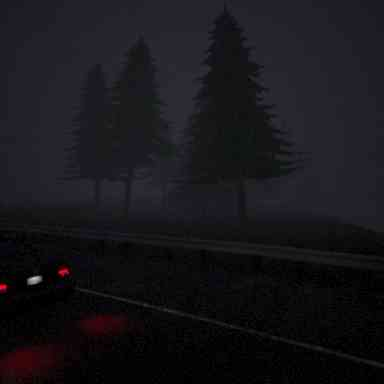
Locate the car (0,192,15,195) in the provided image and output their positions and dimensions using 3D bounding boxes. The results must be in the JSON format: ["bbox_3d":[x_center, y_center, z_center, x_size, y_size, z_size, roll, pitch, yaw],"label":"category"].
[{"bbox_3d":[-39.663,0.852,71.380,1.837,1.490,4.892,0,0,8],"label":"car"}]

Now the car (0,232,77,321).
[{"bbox_3d":[-4.766,1.479,6.676,5.357,1.411,2.033,0,0,29],"label":"car"}]
